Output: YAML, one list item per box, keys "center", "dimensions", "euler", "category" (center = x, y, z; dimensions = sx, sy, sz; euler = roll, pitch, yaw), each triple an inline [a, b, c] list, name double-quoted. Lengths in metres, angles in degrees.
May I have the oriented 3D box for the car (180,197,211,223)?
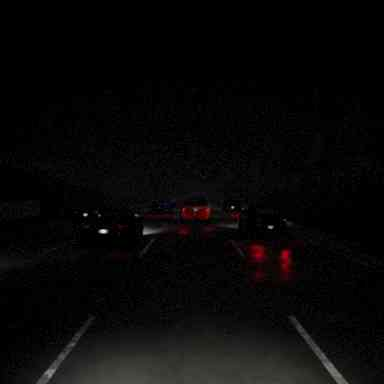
- center: [0.288, 1.194, 24.318]
  dimensions: [2.097, 1.767, 4.553]
  euler: [0, 0, 2]
  category: "car"

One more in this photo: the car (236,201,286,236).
- center: [3.642, 1.412, 17.605]
  dimensions: [1.812, 1.442, 4.674]
  euler: [0, 0, 1]
  category: "car"

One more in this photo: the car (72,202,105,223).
- center: [-6.747, 1.414, 23.199]
  dimensions: [1.994, 1.385, 4.181]
  euler: [0, 0, 1]
  category: "car"

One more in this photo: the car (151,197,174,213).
- center: [-2.893, 1.263, 33.182]
  dimensions: [1.882, 1.535, 5.008]
  euler: [0, 0, 2]
  category: "car"

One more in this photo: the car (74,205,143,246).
- center: [-3.384, 1.468, 14.751]
  dimensions: [1.994, 1.385, 4.181]
  euler: [0, 0, 0]
  category: "car"

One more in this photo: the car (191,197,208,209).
- center: [1.014, 1.298, 41.261]
  dimensions: [1.994, 1.385, 4.181]
  euler: [0, 0, 3]
  category: "car"

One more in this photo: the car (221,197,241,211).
- center: [4.243, 1.273, 35.901]
  dimensions: [1.837, 1.490, 4.892]
  euler: [0, 0, 3]
  category: "car"
